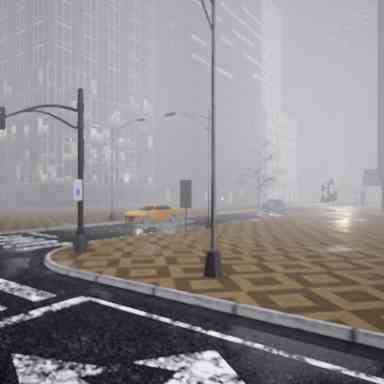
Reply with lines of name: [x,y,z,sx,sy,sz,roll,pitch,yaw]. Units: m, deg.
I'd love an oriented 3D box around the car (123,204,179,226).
car: [-3.069,1.676,25.822,1.882,1.535,5.008,0,0,37]

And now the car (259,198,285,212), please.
car: [10.648,1.650,44.081,2.097,1.767,4.553,0,0,37]
